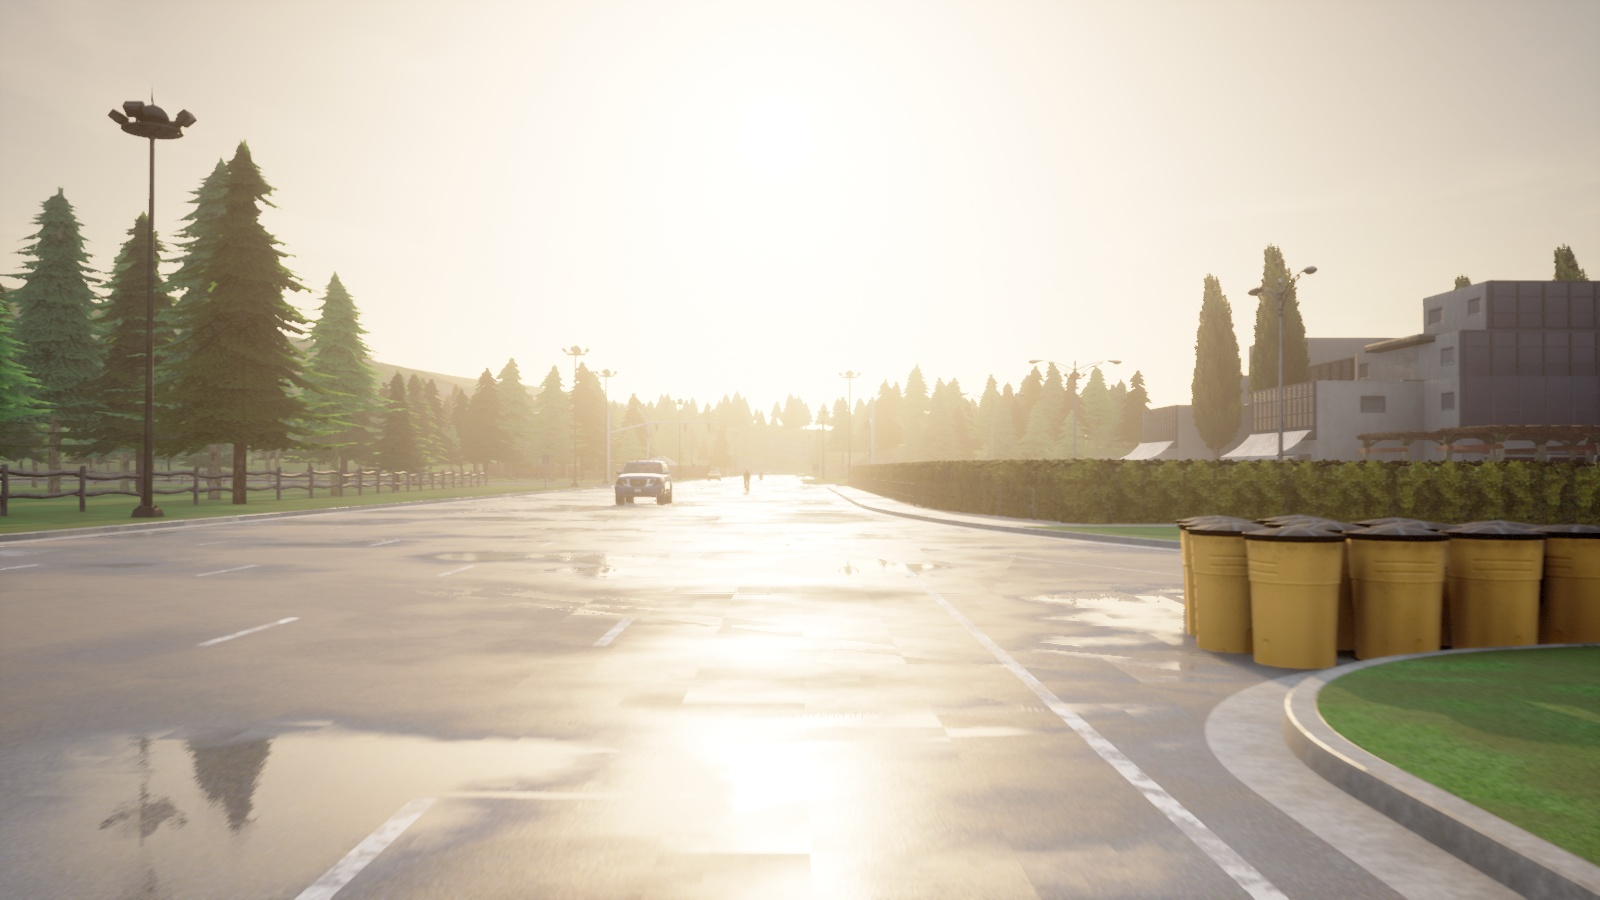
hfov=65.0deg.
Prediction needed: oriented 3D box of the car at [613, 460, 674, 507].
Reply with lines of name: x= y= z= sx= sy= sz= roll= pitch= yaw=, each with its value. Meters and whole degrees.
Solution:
car: x=-7.136 y=1.531 z=57.894 sx=2.150 sy=2.045 sz=5.566 roll=0 pitch=-1 yaw=0
